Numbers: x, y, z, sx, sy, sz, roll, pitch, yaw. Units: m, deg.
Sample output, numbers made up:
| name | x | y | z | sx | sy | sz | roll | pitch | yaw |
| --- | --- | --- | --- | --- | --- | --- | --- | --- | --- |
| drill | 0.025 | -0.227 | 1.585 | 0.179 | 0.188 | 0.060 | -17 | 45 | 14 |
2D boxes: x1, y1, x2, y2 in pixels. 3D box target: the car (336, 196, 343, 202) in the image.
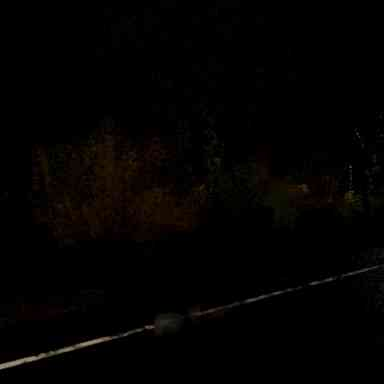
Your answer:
| name | x | y | z | sx | sy | sz | roll | pitch | yaw |
| --- | --- | --- | --- | --- | --- | --- | --- | --- | --- |
| car | 30.276 | 1.292 | 71.732 | 1.882 | 1.535 | 5.008 | 0 | 0 | -37 |
